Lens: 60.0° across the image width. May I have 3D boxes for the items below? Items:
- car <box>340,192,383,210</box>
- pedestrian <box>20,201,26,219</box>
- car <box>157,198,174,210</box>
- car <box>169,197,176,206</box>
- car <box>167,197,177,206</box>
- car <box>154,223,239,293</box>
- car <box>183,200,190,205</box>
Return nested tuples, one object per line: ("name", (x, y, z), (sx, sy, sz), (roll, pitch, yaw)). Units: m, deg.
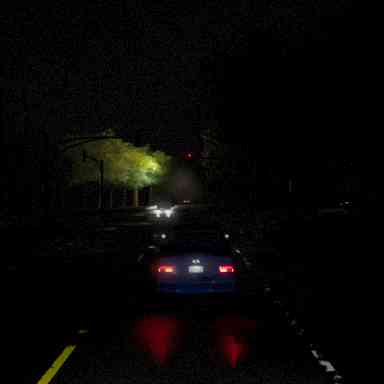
("car", (16.218, 0.808, 30.557), (4.892, 1.490, 1.837), (-2, -1, 4))
("pedestrian", (-18.100, 1.910, 35.640), (0.375, 1.860, 0.375), (0, 1, 2))
("car", (-4.182, 1.989, 49.804), (1.895, 1.301, 4.718), (0, -1, -1))
("car", (-4.370, 1.897, 58.908), (2.097, 1.767, 4.553), (0, -1, -1))
("car", (-4.761, 2.209, 79.318), (2.150, 2.045, 5.566), (0, -1, -1))
("car", (0.087, 1.548, 8.974), (2.033, 1.411, 5.357), (0, 0, 0))
("car", (-1.526, 2.943, 90.978), (1.895, 1.301, 4.718), (0, -2, -1))
